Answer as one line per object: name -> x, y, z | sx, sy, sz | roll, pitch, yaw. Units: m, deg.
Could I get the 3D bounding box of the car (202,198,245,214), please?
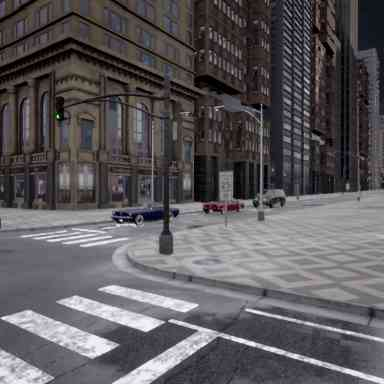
car -> 2.859, 1.218, 29.740 | 1.895, 1.301, 4.718 | 0, 1, 35

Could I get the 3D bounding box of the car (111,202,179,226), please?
car -> -2.943, 1.351, 21.606 | 1.895, 1.301, 4.718 | 0, 1, 36

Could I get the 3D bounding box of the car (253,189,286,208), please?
car -> 8.998, 0.697, 38.346 | 2.150, 2.045, 5.566 | 0, 1, 36
